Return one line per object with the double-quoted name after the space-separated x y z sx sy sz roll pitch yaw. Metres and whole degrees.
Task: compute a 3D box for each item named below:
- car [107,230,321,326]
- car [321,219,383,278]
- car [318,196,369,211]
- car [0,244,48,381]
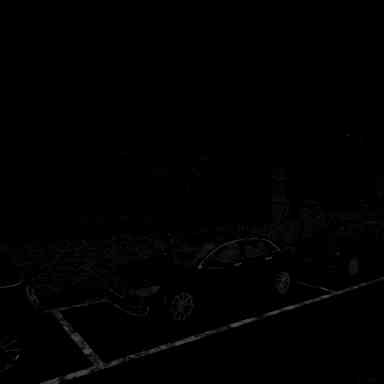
0.447 1.551 6.970 4.403 1.369 2.008 0 0 -36 "car"
4.889 1.545 10.139 4.507 1.381 1.887 0 0 -36 "car"
15.373 1.148 33.961 2.128 1.511 4.902 0 1 -36 "car"
-3.995 1.440 3.800 4.097 1.590 1.967 0 0 -36 "car"
